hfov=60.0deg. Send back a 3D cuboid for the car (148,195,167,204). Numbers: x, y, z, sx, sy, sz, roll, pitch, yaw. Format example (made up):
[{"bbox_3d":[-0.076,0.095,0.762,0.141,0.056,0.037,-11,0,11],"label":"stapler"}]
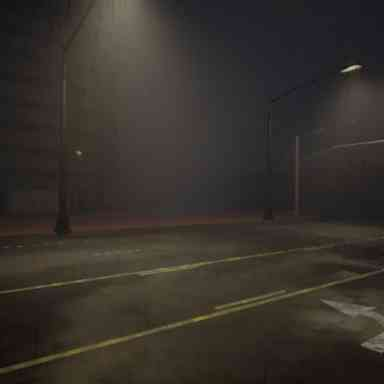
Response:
[{"bbox_3d":[-7.881,1.618,75.233,2.150,2.045,5.566,1,0,-36],"label":"car"}]

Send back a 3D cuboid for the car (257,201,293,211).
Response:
[{"bbox_3d":[11.853,1.944,47.785,2.033,1.411,5.357,1,0,-36],"label":"car"}]
